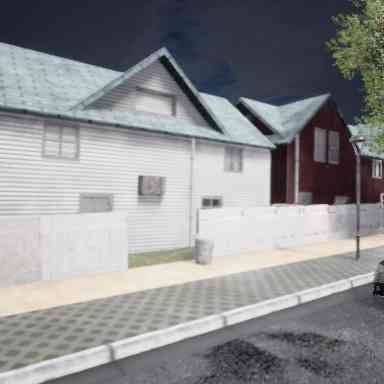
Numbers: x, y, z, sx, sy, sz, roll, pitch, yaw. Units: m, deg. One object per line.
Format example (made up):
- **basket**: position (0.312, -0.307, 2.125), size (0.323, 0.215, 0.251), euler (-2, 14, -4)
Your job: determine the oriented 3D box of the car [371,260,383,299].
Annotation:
- **car**: position (5.685, 1.597, 7.101), size (4.181, 1.385, 1.994), euler (0, 0, -35)
